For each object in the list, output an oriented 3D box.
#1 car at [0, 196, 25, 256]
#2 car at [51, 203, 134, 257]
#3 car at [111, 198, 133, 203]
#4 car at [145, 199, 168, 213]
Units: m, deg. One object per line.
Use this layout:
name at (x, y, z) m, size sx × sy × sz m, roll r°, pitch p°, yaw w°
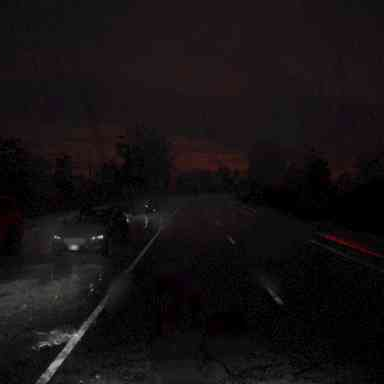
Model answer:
car at (-7.089, 1.149, 9.708) m, size 2.150 × 2.045 × 5.566 m, roll 0°, pitch 1°, yaw 0°
car at (-3.577, 1.399, 12.529) m, size 2.128 × 1.511 × 4.902 m, roll 0°, pitch 0°, yaw 0°
car at (-6.930, 1.331, 32.692) m, size 1.994 × 1.385 × 4.181 m, roll 0°, pitch 0°, yaw 1°
car at (-3.429, 1.367, 32.723) m, size 1.895 × 1.301 × 4.718 m, roll 0°, pitch 0°, yaw 1°
